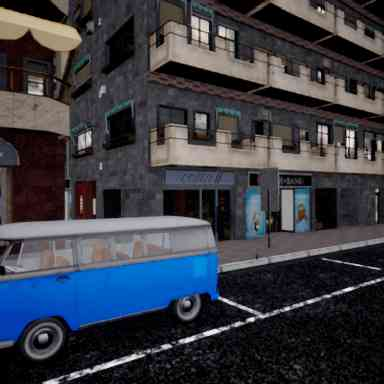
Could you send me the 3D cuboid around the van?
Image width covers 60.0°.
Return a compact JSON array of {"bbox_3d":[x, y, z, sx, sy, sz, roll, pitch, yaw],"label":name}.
[{"bbox_3d":[-1.423,1.341,5.554,3.998,1.788,1.690,0,0,-35],"label":"van"}]
